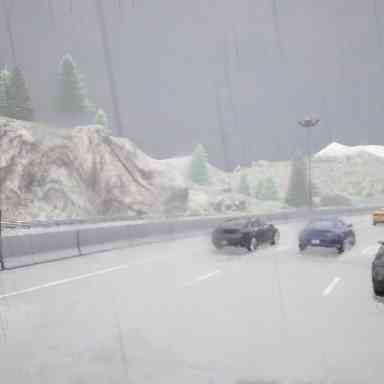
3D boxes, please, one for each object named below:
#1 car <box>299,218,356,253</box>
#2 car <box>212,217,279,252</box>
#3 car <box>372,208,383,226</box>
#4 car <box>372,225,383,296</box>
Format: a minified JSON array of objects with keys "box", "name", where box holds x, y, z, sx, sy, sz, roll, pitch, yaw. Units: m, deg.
[{"box":[6.430,1.931,15.697,1.812,1.442,4.674,-2,-2,35],"name":"car"},{"box":[2.791,2.007,16.567,1.837,1.490,4.892,-3,-2,34],"name":"car"},{"box":[17.415,2.122,29.250,1.882,1.535,5.008,-3,-3,42],"name":"car"},{"box":[5.895,1.749,8.632,1.994,1.385,4.181,-2,-2,33],"name":"car"}]
